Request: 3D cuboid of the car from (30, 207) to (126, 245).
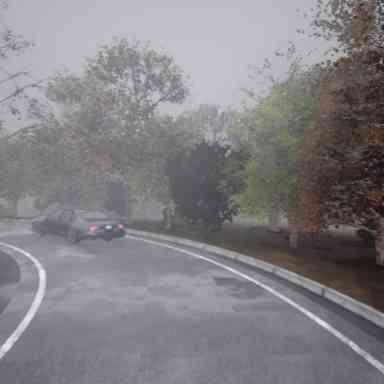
[{"bbox_3d":[-5.200,1.390,14.769,5.357,1.411,2.033,1,0,41],"label":"car"}]
